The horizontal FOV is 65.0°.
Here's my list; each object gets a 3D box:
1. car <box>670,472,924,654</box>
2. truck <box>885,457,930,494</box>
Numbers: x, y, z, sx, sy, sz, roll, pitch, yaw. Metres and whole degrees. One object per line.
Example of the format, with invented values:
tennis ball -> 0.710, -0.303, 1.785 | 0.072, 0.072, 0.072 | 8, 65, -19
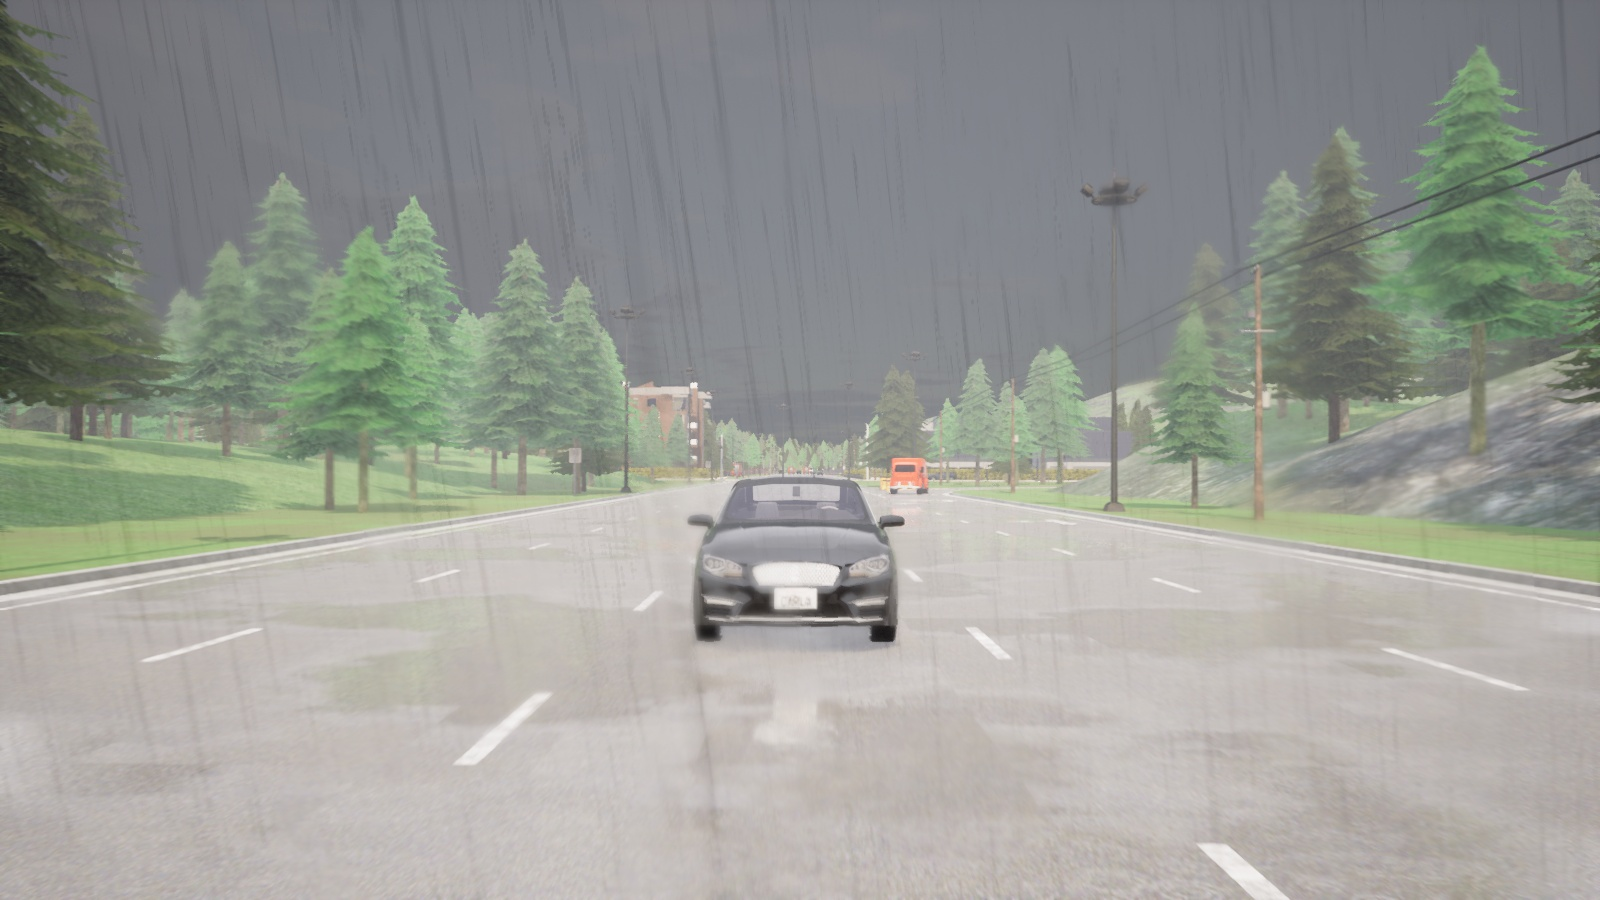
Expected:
car -> -0.031, 0.987, 12.973 | 2.128, 1.511, 4.902 | 0, -1, 0
truck -> 7.403, 1.741, 86.216 | 2.627, 2.467, 5.204 | -1, -1, 10
